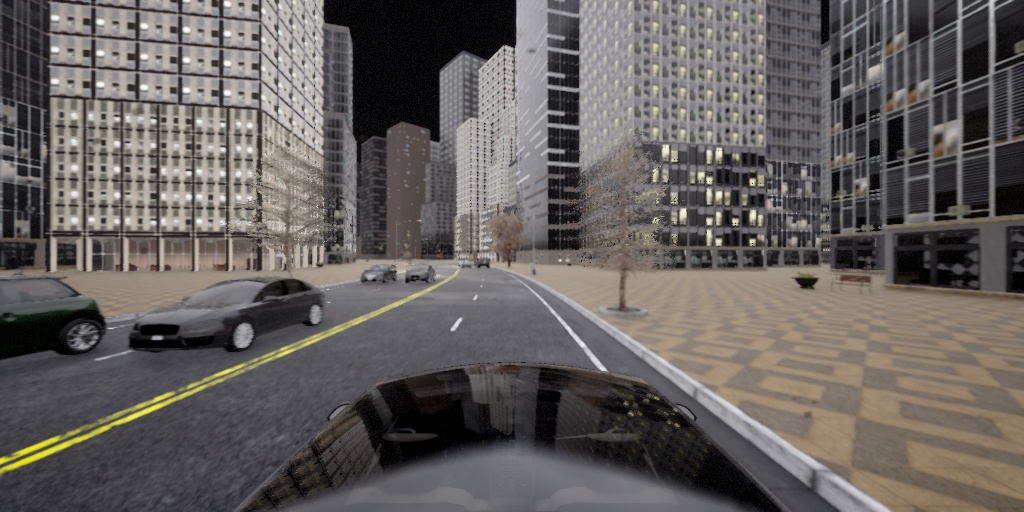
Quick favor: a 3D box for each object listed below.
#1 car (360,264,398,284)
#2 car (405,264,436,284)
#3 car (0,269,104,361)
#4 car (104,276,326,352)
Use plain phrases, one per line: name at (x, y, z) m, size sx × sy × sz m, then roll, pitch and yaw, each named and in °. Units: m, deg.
car at (-10.565, 1.422, 28.844) m, size 2.128 × 1.511 × 4.902 m, roll 0°, pitch 0°, yaw -3°
car at (-7.323, 1.437, 29.068) m, size 1.837 × 1.490 × 4.892 m, roll 0°, pitch -1°, yaw -3°
car at (-9.874, 1.130, 5.801) m, size 2.097 × 1.767 × 4.553 m, roll 0°, pitch 0°, yaw 0°
car at (-6.641, 1.308, 9.127) m, size 1.837 × 1.490 × 4.892 m, roll 0°, pitch -1°, yaw 0°
